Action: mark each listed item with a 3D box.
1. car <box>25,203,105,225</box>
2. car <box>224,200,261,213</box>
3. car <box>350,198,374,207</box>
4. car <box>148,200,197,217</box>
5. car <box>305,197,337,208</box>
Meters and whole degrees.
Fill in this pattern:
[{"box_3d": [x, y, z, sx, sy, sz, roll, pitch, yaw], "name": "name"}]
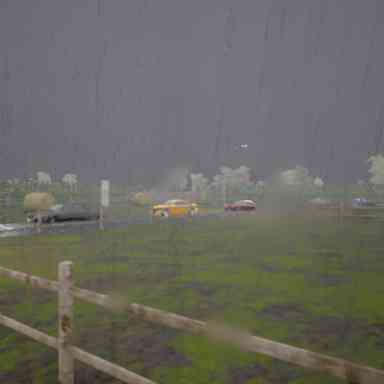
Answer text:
[{"box_3d": [-8.981, 1.533, 24.015, 5.357, 1.411, 2.033, 0, 0, -45], "name": "car"}, {"box_3d": [5.609, 1.610, 37.383, 4.718, 1.301, 1.895, 0, 0, -40], "name": "car"}, {"box_3d": [25.159, 1.582, 49.152, 4.674, 1.442, 1.812, 0, 0, -36], "name": "car"}, {"box_3d": [-1.753, 1.476, 30.878, 5.008, 1.535, 1.882, 0, 0, -43], "name": "car"}, {"box_3d": [17.235, 1.643, 43.138, 4.718, 1.301, 1.895, 0, 0, -37], "name": "car"}]
